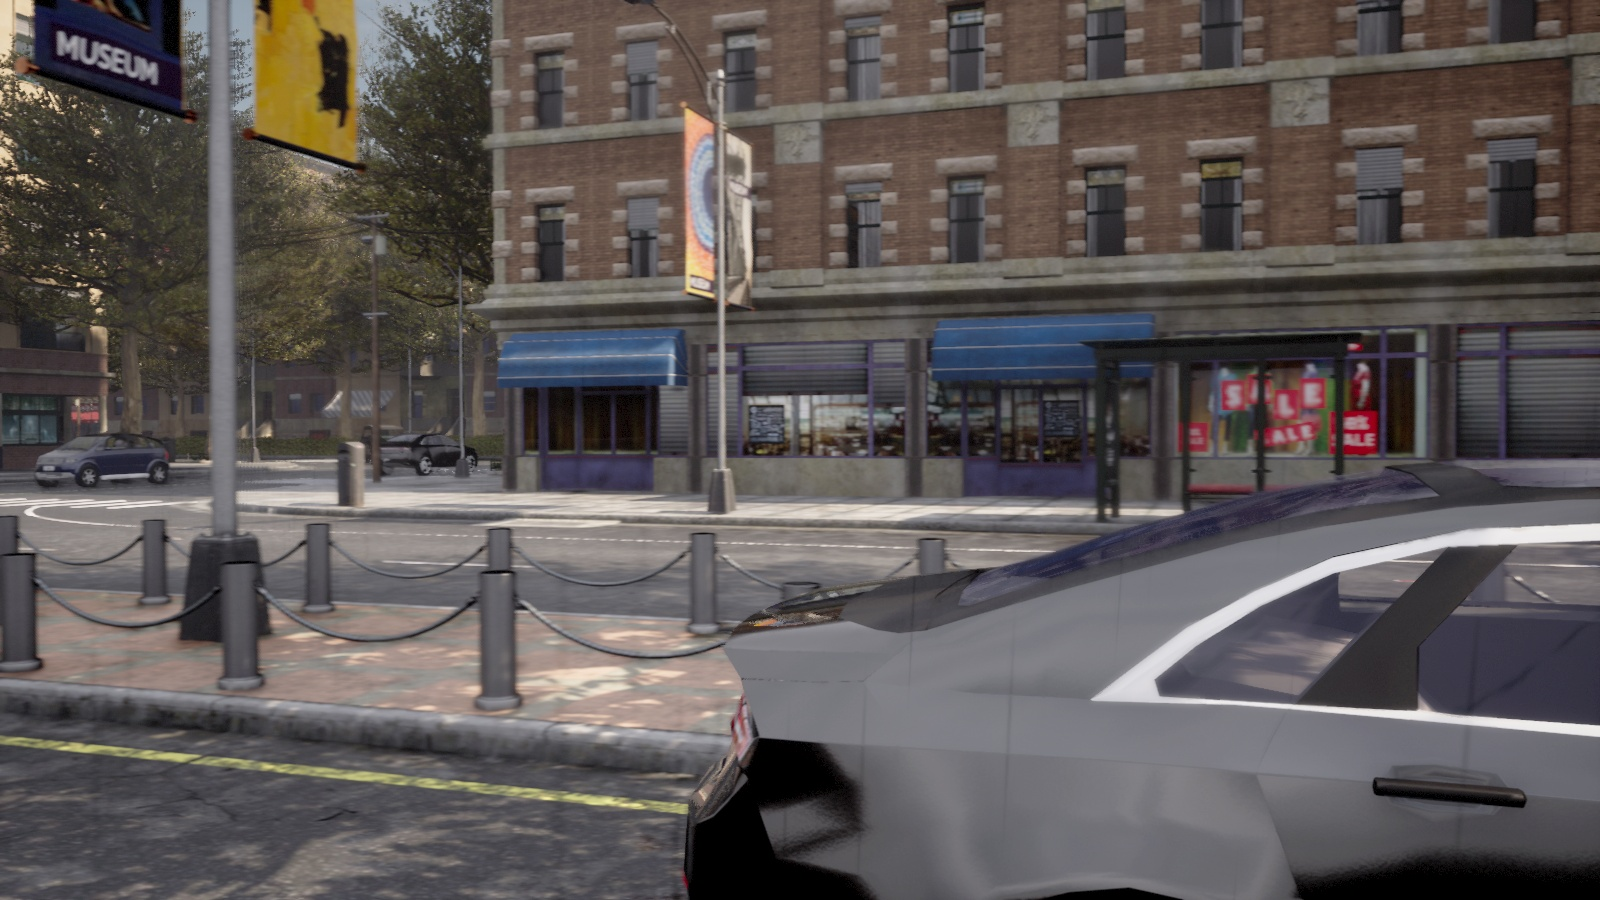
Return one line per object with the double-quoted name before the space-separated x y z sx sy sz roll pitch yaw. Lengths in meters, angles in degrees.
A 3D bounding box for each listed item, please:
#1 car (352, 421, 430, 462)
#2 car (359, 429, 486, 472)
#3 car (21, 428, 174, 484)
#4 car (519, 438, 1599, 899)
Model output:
"car" -19.674 -0.417 60.278 3.866 1.878 1.905 1 1 43
"car" -13.901 -0.016 46.594 2.128 1.511 4.902 1 1 18
"car" -20.626 0.131 37.035 1.789 1.549 3.705 1 1 18
"car" 2.161 0.751 2.465 4.902 1.511 2.128 1 1 19
